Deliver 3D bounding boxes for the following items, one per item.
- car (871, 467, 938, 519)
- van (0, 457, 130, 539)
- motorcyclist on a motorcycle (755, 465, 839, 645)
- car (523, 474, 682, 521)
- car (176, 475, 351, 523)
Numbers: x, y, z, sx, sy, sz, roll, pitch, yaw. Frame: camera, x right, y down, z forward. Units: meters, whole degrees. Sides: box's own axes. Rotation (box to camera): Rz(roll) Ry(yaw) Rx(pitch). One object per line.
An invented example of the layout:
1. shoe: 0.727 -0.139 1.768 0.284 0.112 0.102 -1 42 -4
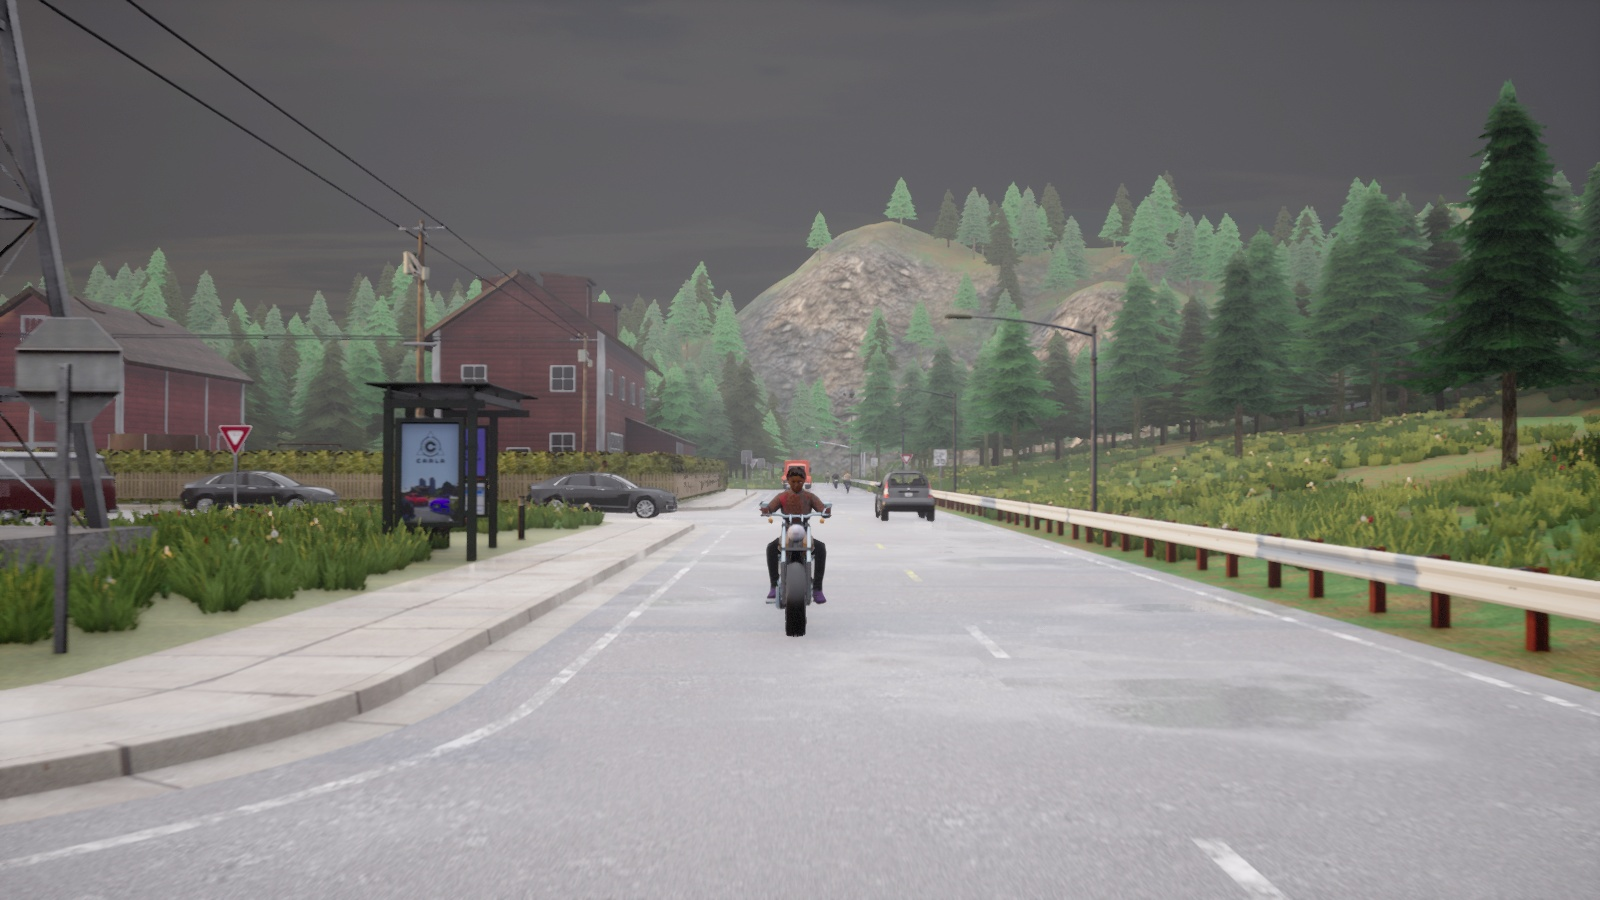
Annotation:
1. car: 3.399 1.394 41.328 1.851 1.617 3.988 0 -1 0
2. van: -19.551 1.184 32.005 1.775 1.987 4.442 -1 -1 16
3. motorcyclist on a motorcycle: -0.031 0.979 12.702 0.766 1.649 2.350 0 -1 0
4. car: -6.377 1.531 40.841 4.892 1.490 1.837 0 -1 -1
5. car: -17.323 1.573 40.711 4.892 1.490 1.837 0 -1 0
